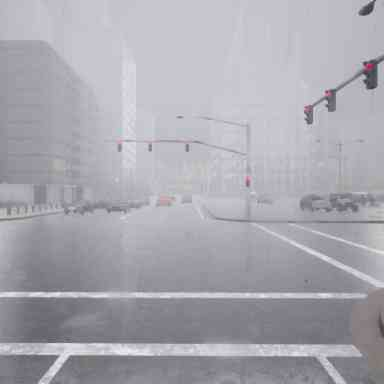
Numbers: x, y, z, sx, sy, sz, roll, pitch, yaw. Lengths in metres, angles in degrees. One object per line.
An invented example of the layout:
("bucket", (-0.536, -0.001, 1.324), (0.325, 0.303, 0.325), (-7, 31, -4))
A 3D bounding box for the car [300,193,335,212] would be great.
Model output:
("car", (13.169, 1.153, 35.698), (1.932, 1.855, 4.605), (0, 0, 0))

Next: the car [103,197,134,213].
("car", (-7.986, 1.564, 36.691), (1.994, 1.385, 4.181), (0, 0, 0))

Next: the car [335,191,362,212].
("car", (16.064, 1.156, 35.650), (1.905, 1.878, 3.866), (0, 0, 0))

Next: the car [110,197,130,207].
("car", (-11.576, 1.547, 53.905), (2.033, 1.411, 5.357), (0, 0, 0))

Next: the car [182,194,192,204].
("car", (-1.051, 1.601, 65.624), (1.895, 1.301, 4.718), (0, 0, 0))

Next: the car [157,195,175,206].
("car", (-4.383, 1.352, 53.591), (2.097, 1.767, 4.553), (0, 0, 0))

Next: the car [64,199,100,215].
("car", (-11.471, 1.492, 34.097), (2.128, 1.511, 4.902), (0, 0, 0))

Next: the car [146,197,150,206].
("car", (-8.080, 1.491, 55.277), (2.128, 1.511, 4.902), (0, 0, 0))

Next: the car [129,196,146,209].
("car", (-8.034, 1.352, 45.393), (2.097, 1.767, 4.553), (0, 0, 0))

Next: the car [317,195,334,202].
("car", (27.361, 1.364, 68.243), (1.784, 1.438, 3.905), (0, 0, 0))

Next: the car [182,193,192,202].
("car", (-1.101, 1.181, 74.352), (2.097, 1.767, 4.553), (0, 0, 0))

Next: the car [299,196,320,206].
("car", (18.731, 1.395, 53.123), (1.970, 1.475, 3.806), (0, 0, 0))

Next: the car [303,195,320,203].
("car", (24.466, 1.395, 68.238), (1.970, 1.475, 3.806), (0, 0, 0))

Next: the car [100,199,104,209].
("car", (-11.524, 1.601, 43.365), (1.895, 1.301, 4.718), (0, 0, 0))
